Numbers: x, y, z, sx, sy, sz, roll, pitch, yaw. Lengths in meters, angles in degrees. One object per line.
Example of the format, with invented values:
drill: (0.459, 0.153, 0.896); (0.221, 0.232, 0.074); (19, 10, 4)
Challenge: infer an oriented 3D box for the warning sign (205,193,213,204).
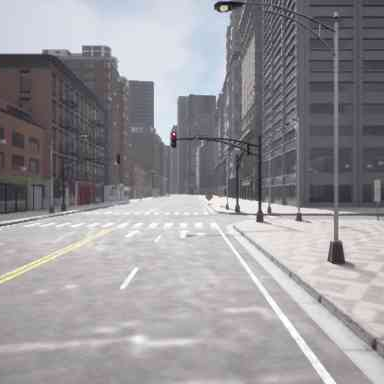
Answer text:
warning sign: (2.848, 1.097, 55.388); (1.300, 1.860, 1.060); (0, 0, 0)
